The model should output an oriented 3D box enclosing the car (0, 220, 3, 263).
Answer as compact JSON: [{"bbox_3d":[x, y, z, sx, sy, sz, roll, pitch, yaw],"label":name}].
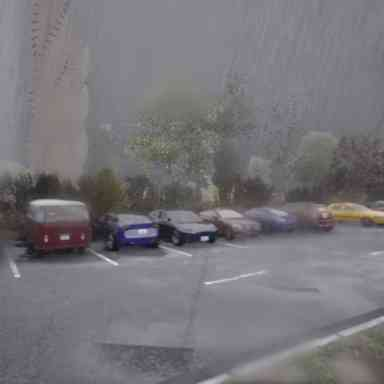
[{"bbox_3d":[-7.853,1.403,11.558,2.185,1.767,4.553,0,0,-32],"label":"car"}]

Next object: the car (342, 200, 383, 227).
[{"bbox_3d":[11.064,1.458,23.113,1.946,1.575,5.366,0,0,-32],"label":"car"}]

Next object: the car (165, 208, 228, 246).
[{"bbox_3d":[-0.724,1.560,15.982,2.163,1.488,4.792,0,0,-32],"label":"car"}]

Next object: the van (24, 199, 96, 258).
[{"bbox_3d":[-5.480,1.307,13.205,1.878,1.987,4.442,0,0,-32],"label":"van"}]

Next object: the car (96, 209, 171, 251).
[{"bbox_3d":[-3.094,1.561,14.582,2.163,1.488,4.792,0,0,-32],"label":"car"}]

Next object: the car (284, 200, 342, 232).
[{"bbox_3d":[6.306,1.376,20.343,2.185,1.767,4.553,0,0,-32],"label":"car"}]

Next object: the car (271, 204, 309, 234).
[{"bbox_3d":[3.945,1.552,18.911,2.002,1.452,4.674,0,0,-32],"label":"car"}]

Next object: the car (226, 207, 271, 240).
[{"bbox_3d":[1.603,1.563,17.464,2.002,1.452,4.674,0,0,-32],"label":"car"}]
